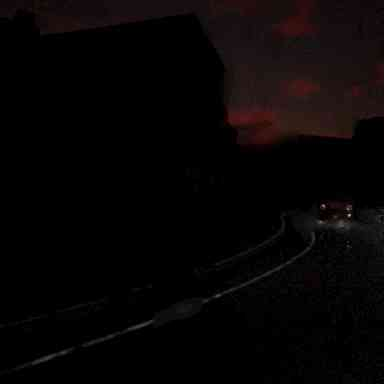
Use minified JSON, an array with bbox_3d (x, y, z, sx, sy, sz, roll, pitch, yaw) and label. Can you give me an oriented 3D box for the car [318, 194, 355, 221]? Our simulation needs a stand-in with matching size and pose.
[{"bbox_3d":[10.028,0.954,22.944,2.097,1.767,4.553,1,2,27],"label":"car"}]
